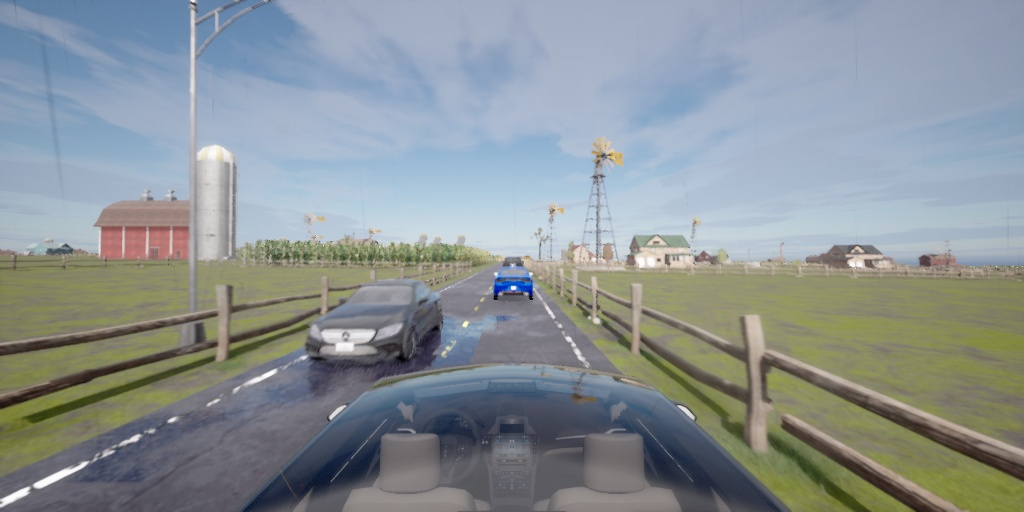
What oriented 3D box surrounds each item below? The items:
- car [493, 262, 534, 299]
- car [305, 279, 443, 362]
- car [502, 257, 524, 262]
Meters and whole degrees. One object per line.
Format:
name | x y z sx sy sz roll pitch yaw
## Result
car | 0.075 1.273 18.462 1.882 1.535 5.008 0 0 0
car | -2.828 1.293 8.421 1.812 1.442 4.674 0 0 0
car | 0.095 1.076 38.388 2.150 2.045 5.566 0 0 0
